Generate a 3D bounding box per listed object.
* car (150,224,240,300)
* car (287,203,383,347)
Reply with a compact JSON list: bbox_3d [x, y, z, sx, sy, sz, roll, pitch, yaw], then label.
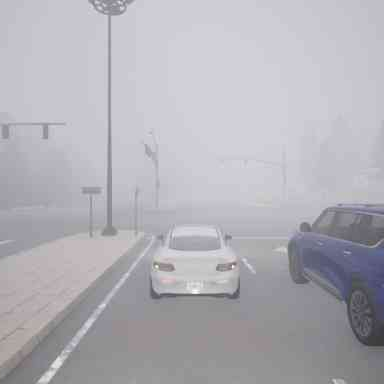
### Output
[{"bbox_3d":[0.063,1.526,8.282,1.812,1.442,4.674,0,0,0],"label":"car"},{"bbox_3d":[3.554,1.221,6.430,2.150,2.045,5.566,0,0,1],"label":"car"}]
